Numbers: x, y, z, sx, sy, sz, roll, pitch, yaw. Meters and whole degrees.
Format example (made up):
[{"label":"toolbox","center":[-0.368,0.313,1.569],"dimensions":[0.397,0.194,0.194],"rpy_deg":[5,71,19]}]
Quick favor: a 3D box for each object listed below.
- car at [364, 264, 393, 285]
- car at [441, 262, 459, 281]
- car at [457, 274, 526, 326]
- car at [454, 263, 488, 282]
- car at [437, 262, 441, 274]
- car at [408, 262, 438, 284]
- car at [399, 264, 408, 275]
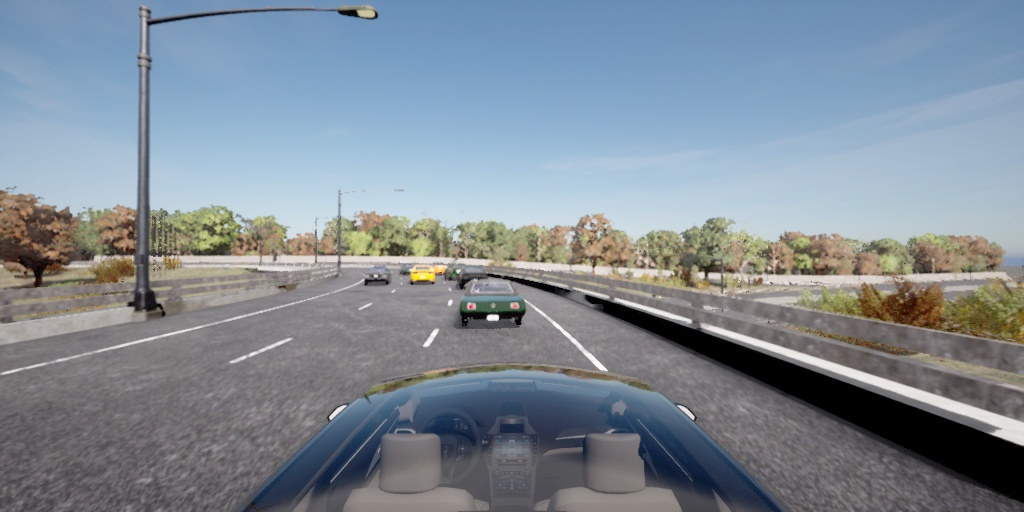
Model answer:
[{"label":"car","center":[-10.893,1.574,29.365],"dimensions":[2.033,1.411,5.357],"rpy_deg":[0,-1,-15]},{"label":"car","center":[-5.489,1.429,35.413],"dimensions":[2.097,1.767,4.553],"rpy_deg":[0,-1,-17]},{"label":"car","center":[-0.748,1.452,12.224],"dimensions":[1.895,1.301,4.718],"rpy_deg":[0,-1,-6]},{"label":"car","center":[-2.819,1.455,25.193],"dimensions":[1.882,1.535,5.008],"rpy_deg":[0,-1,-12]},{"label":"car","center":[-9.855,1.546,46.925],"dimensions":[2.097,1.767,4.553],"rpy_deg":[0,0,-23]},{"label":"car","center":[-7.621,1.511,30.498],"dimensions":[1.882,1.535,5.008],"rpy_deg":[0,0,-15]},{"label":"car","center":[-13.356,1.752,46.225],"dimensions":[1.994,1.385,4.181],"rpy_deg":[0,-1,-23]}]
